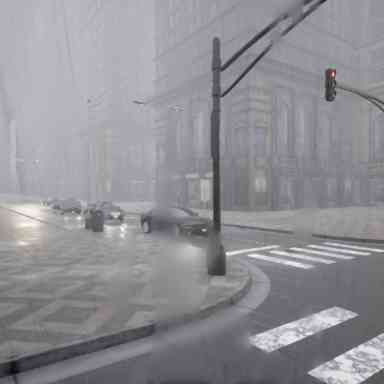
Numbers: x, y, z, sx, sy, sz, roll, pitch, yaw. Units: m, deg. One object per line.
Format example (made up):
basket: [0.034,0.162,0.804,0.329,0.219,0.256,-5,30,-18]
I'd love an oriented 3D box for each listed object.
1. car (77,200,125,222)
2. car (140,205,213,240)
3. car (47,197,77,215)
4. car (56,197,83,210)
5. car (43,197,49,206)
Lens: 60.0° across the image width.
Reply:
car: [-6.807,1.480,25.499,2.128,1.511,4.902,0,0,-36]
car: [-0.894,1.470,17.211,1.882,1.535,5.008,0,0,-36]
car: [-12.954,1.518,34.131,2.033,1.411,5.357,0,0,-35]
car: [-16.342,1.489,44.301,2.033,1.411,5.357,0,0,-35]
car: [-21.983,1.446,52.116,1.812,1.442,4.674,0,0,-35]
